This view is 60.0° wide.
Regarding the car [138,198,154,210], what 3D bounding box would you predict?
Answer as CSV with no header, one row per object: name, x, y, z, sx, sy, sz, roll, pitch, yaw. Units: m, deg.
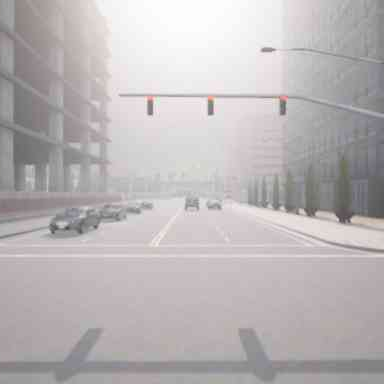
car,-7.014,2.027,51.030,1.895,1.301,4.718,0,0,0

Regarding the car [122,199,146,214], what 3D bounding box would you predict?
car,-7.077,1.897,39.825,1.994,1.385,4.181,0,0,0

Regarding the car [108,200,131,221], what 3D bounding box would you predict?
car,-7.082,1.755,29.940,1.837,1.490,4.892,0,0,0

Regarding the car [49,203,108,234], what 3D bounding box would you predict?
car,-7.085,1.664,20.557,2.128,1.511,4.902,0,0,0

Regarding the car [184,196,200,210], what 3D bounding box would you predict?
car,0.007,1.641,50.286,2.150,2.045,5.566,0,0,0

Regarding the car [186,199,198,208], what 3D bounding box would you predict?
car,0.008,2.056,60.905,2.033,1.411,5.357,0,0,0

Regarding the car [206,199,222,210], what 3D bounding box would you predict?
car,3.507,1.950,50.862,1.812,1.442,4.674,0,0,0
